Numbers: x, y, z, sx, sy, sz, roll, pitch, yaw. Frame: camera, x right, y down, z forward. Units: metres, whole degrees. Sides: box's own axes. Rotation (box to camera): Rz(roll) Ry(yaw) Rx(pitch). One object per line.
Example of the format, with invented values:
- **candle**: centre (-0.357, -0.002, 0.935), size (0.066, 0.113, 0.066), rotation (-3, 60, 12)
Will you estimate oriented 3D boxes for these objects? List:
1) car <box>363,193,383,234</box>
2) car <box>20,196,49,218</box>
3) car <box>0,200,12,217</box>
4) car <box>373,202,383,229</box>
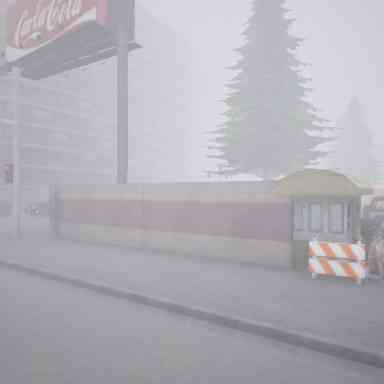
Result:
- **car**: centre (10.719, 1.149, 16.598), size (3.866, 1.878, 1.905), rotation (0, 0, 35)
- **car**: centre (-12.424, 1.222, 30.857), size (2.150, 2.045, 5.566), rotation (0, 0, 35)
- **car**: centre (-17.706, 1.505, 29.452), size (1.837, 1.490, 4.892), rotation (0, 0, 35)
- **car**: centre (12.661, 1.338, 18.653), size (4.193, 1.474, 1.816), rotation (0, 0, 35)
